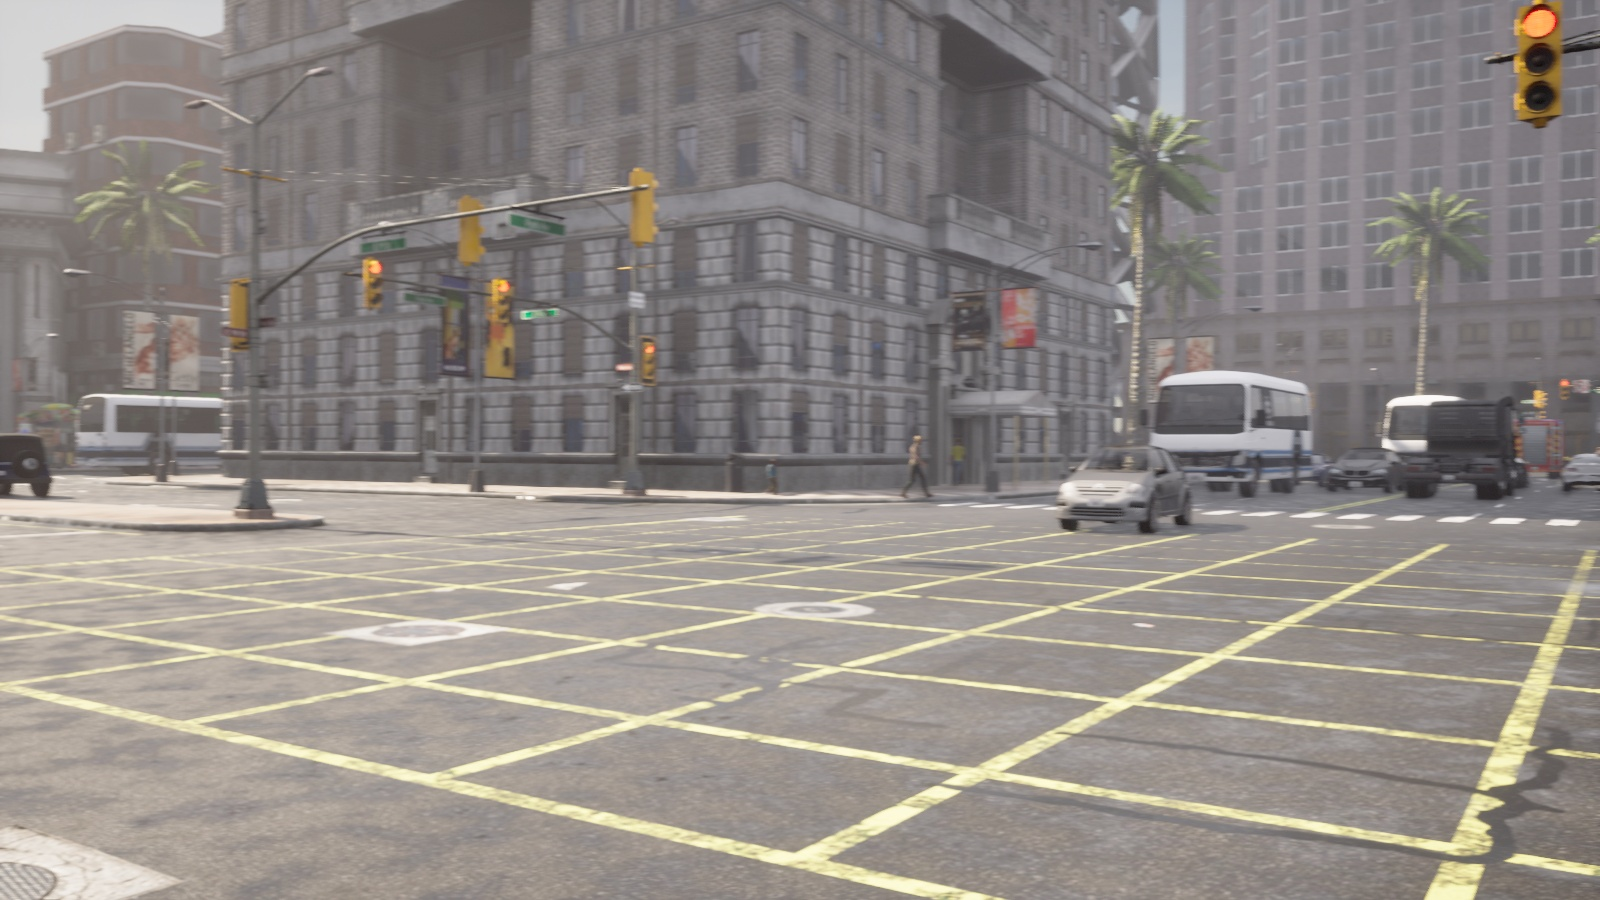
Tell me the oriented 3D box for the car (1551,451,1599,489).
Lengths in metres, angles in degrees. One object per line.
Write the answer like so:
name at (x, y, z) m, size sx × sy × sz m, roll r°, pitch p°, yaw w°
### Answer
car at (30.672, 0.751, 49.300) m, size 1.812 × 1.442 × 4.674 m, roll 0°, pitch 0°, yaw 34°

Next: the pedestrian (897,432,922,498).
pedestrian at (3.081, 0.421, 35.322) m, size 0.634 × 1.846 × 0.331 m, roll 0°, pitch 0°, yaw 32°

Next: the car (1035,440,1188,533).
car at (6.075, 0.637, 24.178) m, size 1.851 × 1.617 × 3.988 m, roll 0°, pitch 0°, yaw 29°

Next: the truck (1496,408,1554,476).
truck at (43.556, -0.448, 75.617) m, size 2.891 × 3.827 × 8.468 m, roll 0°, pitch 0°, yaw 29°

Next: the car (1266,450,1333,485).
car at (22.017, 0.755, 55.248) m, size 1.812 × 1.442 × 4.674 m, roll 0°, pitch 0°, yaw 34°

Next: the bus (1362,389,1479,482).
bus at (31.027, -0.653, 62.471) m, size 3.944 × 4.253 × 10.273 m, roll 0°, pitch 0°, yaw 34°

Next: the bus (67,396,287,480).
bus at (-33.971, -0.622, 69.037) m, size 3.944 × 4.253 × 10.273 m, roll 0°, pitch 0°, yaw 34°

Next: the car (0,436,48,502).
car at (-24.248, 0.548, 37.210) m, size 3.866 × 1.878 × 1.905 m, roll 0°, pitch 0°, yaw 33°

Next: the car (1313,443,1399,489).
car at (21.088, 0.574, 47.526) m, size 2.242 × 1.667 × 4.611 m, roll 0°, pitch 0°, yaw 34°

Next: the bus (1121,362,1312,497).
bus at (15.079, -0.644, 44.737) m, size 3.944 × 4.253 × 10.273 m, roll 0°, pitch 0°, yaw 33°

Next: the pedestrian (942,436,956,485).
pedestrian at (5.650, 0.394, 47.628) m, size 0.354 × 1.836 × 0.706 m, roll 0°, pitch 0°, yaw 23°

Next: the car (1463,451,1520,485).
car at (30.531, 0.750, 55.407) m, size 1.812 × 1.442 × 4.674 m, roll 0°, pitch 0°, yaw 34°

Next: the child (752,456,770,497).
child at (-1.135, 0.778, 36.880) m, size 0.448 × 1.192 × 0.343 m, roll 0°, pitch 0°, yaw 16°

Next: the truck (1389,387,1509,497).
truck at (22.521, -0.253, 43.340) m, size 2.891 × 3.462 × 7.936 m, roll 0°, pitch 0°, yaw 33°
